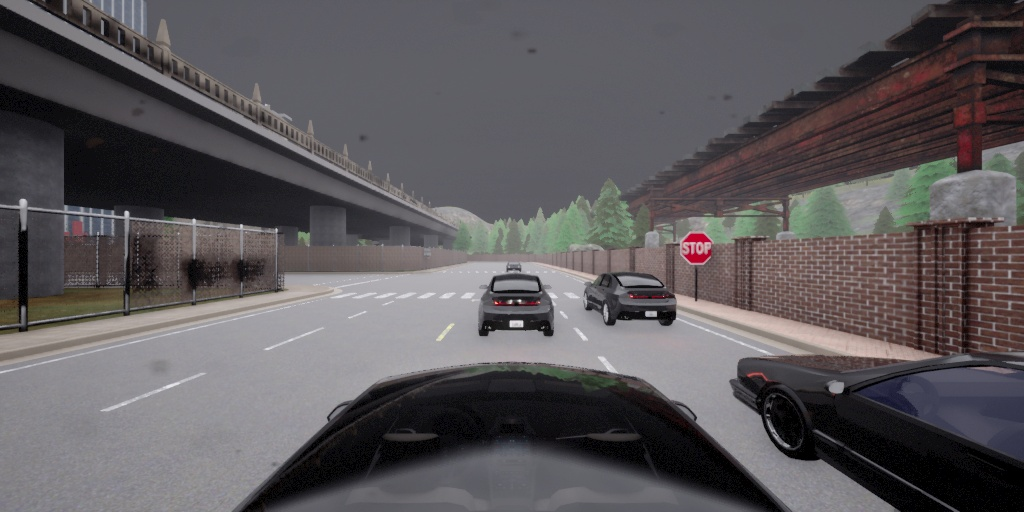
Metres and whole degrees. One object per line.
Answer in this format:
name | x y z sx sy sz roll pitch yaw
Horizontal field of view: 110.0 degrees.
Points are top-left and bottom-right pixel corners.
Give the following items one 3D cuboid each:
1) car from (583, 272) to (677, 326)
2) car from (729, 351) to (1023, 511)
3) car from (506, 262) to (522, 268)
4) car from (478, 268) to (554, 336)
car | 3.605 1.255 11.692 1.837 1.490 4.892 0 0 0
car | 3.600 1.297 1.945 2.033 1.411 5.357 0 0 0
car | 0.218 1.351 45.405 1.895 1.301 4.718 0 0 -1
car | 0.103 1.255 10.334 1.837 1.490 4.892 0 0 0
